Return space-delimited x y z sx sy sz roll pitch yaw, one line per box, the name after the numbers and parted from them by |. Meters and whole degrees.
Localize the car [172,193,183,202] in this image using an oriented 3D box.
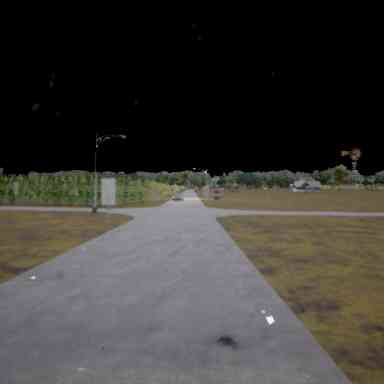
-2.774 0.984 65.165 2.097 1.767 4.553 0 0 0 | car
